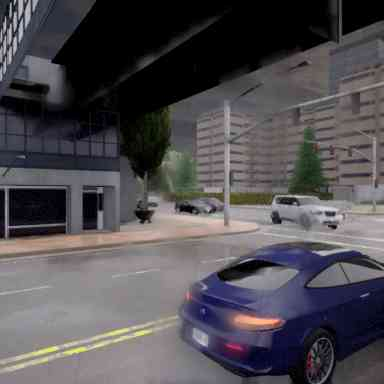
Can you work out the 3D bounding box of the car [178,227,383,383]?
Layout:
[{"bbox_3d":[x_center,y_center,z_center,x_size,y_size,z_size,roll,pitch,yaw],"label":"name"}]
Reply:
[{"bbox_3d":[1.980,1.526,5.210,4.674,1.442,1.812,0,0,-35],"label":"car"}]

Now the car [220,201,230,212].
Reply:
[{"bbox_3d":[2.060,1.353,36.309,2.097,1.767,4.553,0,0,-36],"label":"car"}]

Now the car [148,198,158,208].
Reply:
[{"bbox_3d":[-6.566,1.564,48.271,1.994,1.385,4.181,0,0,-36],"label":"car"}]

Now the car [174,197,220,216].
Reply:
[{"bbox_3d":[0.092,1.489,33.055,2.128,1.511,4.902,0,0,-36],"label":"car"}]

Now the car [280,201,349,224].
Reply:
[{"bbox_3d":[9.483,1.506,26.111,1.837,1.490,4.892,0,0,-36],"label":"car"}]

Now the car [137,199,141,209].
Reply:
[{"bbox_3d":[-8.589,1.505,45.094,1.837,1.490,4.892,0,0,-36],"label":"car"}]

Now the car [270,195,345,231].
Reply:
[{"bbox_3d":[7.102,1.223,21.294,2.150,2.045,5.566,1,-1,-16],"label":"car"}]
